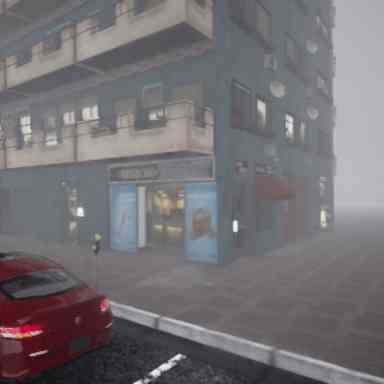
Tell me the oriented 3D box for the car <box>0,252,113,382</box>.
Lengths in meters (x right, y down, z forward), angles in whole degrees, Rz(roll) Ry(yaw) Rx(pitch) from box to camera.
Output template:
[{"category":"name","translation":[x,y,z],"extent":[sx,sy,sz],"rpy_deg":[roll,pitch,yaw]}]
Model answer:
[{"category":"car","translation":[-2.968,1.582,4.999],"extent":[4.206,1.307,1.802],"rpy_deg":[0,-1,35]}]
